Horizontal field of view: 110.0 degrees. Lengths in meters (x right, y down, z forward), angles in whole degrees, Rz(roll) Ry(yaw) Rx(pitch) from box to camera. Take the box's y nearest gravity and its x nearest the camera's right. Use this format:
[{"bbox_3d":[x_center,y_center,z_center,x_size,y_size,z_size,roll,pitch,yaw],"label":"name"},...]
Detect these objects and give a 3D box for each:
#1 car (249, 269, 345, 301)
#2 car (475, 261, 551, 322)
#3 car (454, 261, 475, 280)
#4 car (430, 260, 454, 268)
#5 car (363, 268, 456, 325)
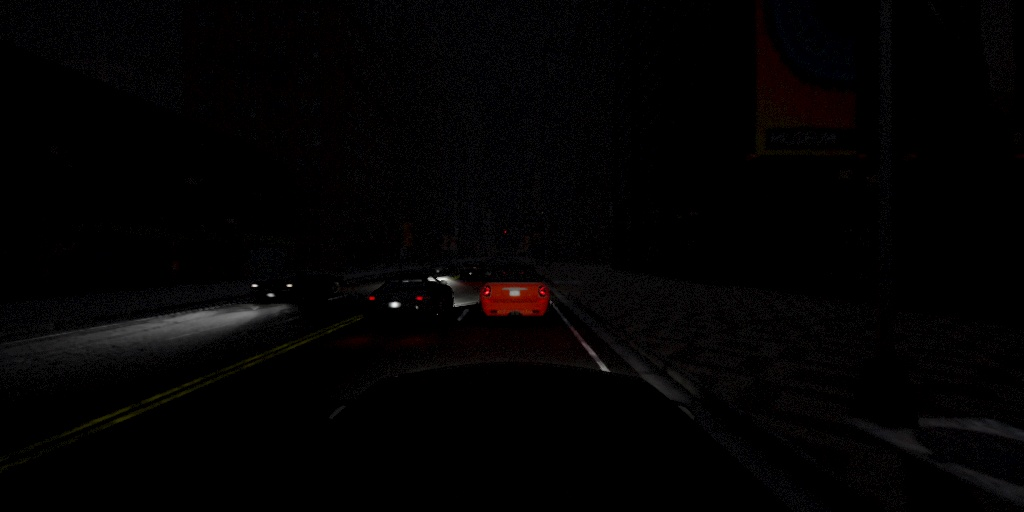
[{"bbox_3d":[-9.850,1.287,16.863,1.895,1.301,4.718,0,0,0],"label":"car"},{"bbox_3d":[0.088,1.057,12.214,2.097,1.767,4.553,0,0,0],"label":"car"},{"bbox_3d":[-3.155,1.121,29.791,2.128,1.511,4.902,0,0,0],"label":"car"},{"bbox_3d":[-6.595,1.102,34.394,2.128,1.511,4.902,0,0,0],"label":"car"},{"bbox_3d":[-3.163,1.273,11.686,1.994,1.385,4.181,0,0,0],"label":"car"}]
